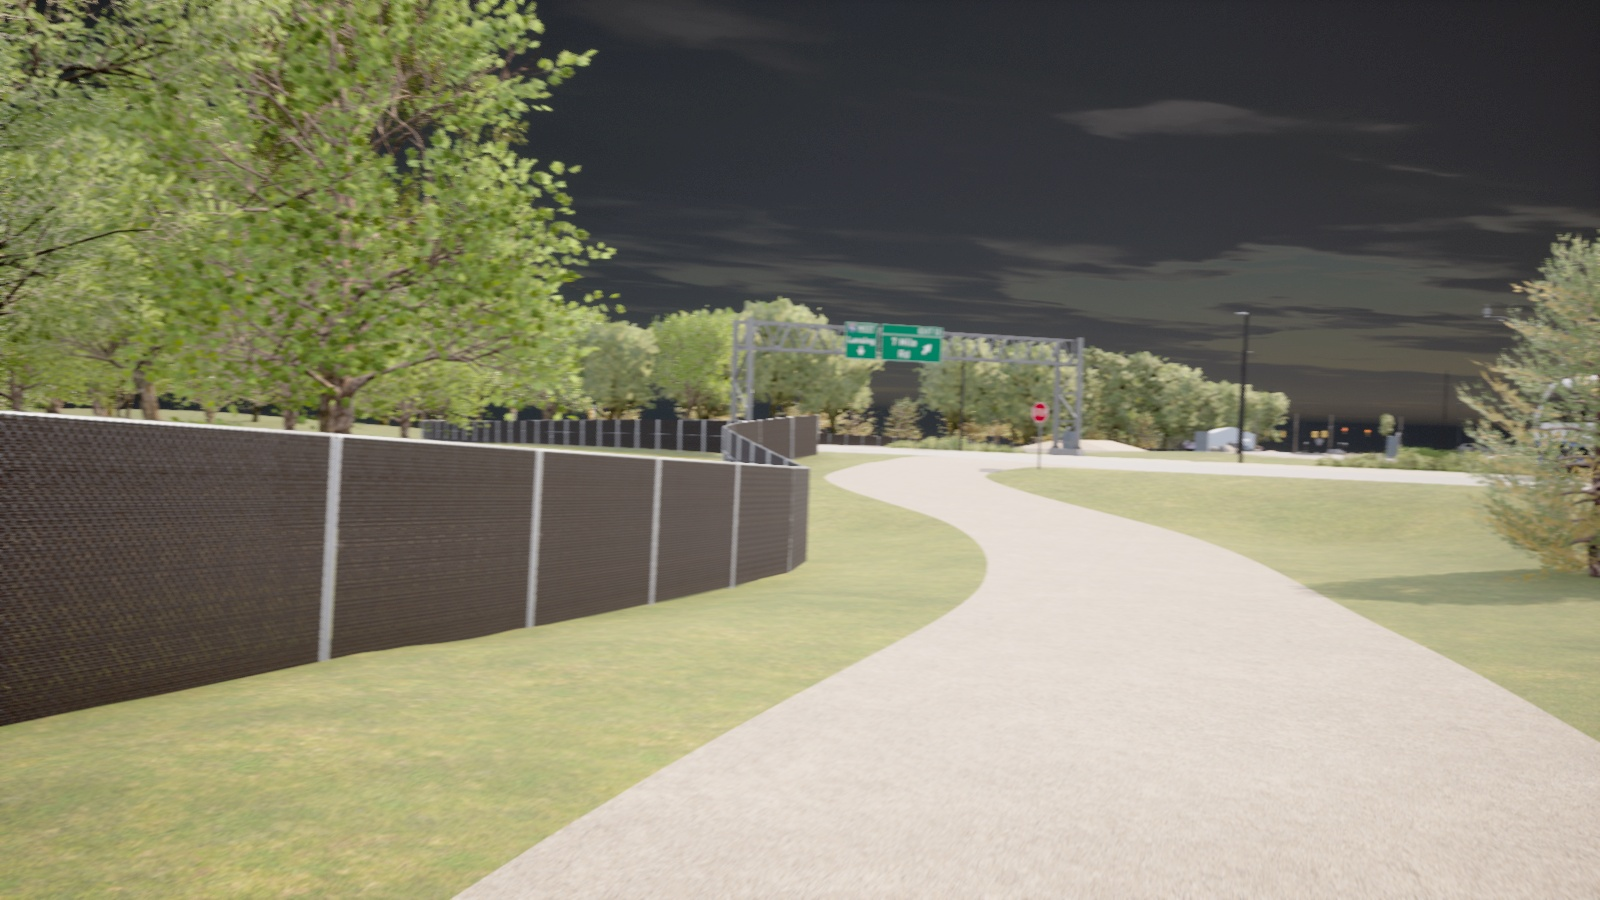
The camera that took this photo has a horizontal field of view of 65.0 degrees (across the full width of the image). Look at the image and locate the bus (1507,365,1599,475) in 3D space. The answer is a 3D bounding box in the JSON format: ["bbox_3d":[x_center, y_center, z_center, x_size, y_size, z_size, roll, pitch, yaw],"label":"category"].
[{"bbox_3d":[33.357,-1.124,48.355,3.944,4.253,10.273,0,1,-25],"label":"bus"}]
